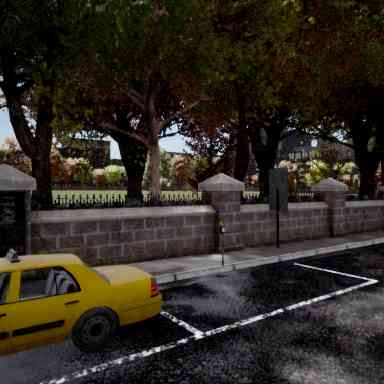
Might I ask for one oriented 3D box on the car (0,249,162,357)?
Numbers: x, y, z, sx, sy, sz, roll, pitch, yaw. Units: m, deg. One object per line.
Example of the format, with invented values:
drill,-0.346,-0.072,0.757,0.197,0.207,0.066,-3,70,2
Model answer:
car,-2.768,1.525,4.585,4.829,1.417,1.752,0,0,-35
